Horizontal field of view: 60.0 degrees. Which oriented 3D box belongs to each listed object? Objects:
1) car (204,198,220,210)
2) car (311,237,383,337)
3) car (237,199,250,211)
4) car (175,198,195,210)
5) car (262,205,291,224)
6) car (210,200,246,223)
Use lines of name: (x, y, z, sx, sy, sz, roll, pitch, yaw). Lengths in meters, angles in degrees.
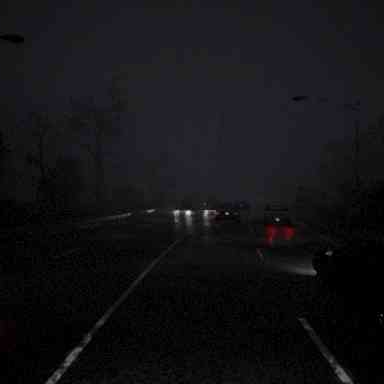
car: (2.806, 1.530, 43.670, 1.837, 1.490, 4.892, 0, 0, 13)
car: (3.887, 1.562, 6.236, 2.033, 1.411, 5.357, 0, 0, 4)
car: (6.356, 1.603, 42.567, 1.994, 1.385, 4.181, 0, 0, 12)
car: (-0.845, 1.517, 43.396, 1.837, 1.490, 4.892, 0, 0, 13)
car: (6.372, 1.634, 25.446, 1.895, 1.301, 4.718, 0, 0, 10)
car: (2.883, 1.568, 25.810, 2.033, 1.411, 5.357, 0, 0, 10)
